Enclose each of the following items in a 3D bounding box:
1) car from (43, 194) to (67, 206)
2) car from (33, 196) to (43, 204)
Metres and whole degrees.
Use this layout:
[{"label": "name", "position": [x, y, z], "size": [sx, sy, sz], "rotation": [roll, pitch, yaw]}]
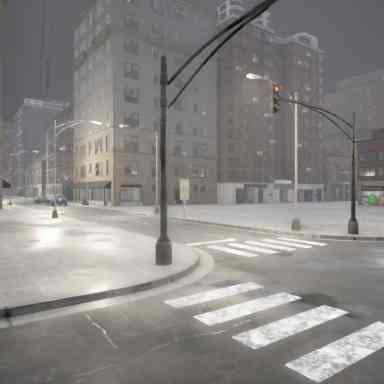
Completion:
[{"label": "car", "position": [-19.661, 1.119, 48.181], "size": [2.097, 1.767, 4.553], "rotation": [0, 0, -36]}, {"label": "car", "position": [-25.456, 1.287, 56.294], "size": [1.994, 1.385, 4.181], "rotation": [0, 0, -36]}]
